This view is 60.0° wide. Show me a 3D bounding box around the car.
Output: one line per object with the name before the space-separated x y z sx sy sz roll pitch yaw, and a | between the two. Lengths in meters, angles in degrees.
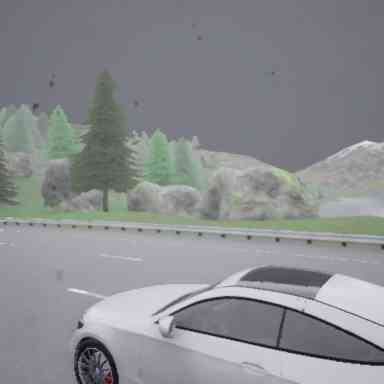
car | 0.739 1.529 3.410 4.674 1.442 1.812 -1 -1 35
